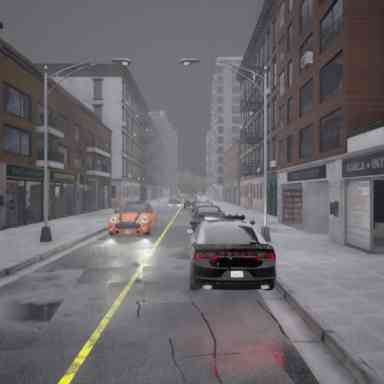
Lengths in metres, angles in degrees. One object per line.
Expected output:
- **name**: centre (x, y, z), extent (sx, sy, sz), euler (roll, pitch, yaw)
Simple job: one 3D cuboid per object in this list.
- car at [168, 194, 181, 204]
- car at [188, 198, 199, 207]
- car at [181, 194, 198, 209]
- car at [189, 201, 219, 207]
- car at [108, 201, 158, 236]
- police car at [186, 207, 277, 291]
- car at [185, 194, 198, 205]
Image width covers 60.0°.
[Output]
- **car**: centre (-3.157, 1.311, 60.711), extent (2.097, 1.767, 4.553), euler (0, 0, 0)
- **car**: centre (0.864, 1.471, 25.071), extent (1.882, 1.535, 5.008), euler (0, 0, 0)
- **car**: centre (-0.054, 1.328, 45.961), extent (2.097, 1.767, 4.553), euler (0, 0, 0)
- **car**: centre (0.873, 1.501, 19.071), extent (1.837, 1.490, 4.892), euler (0, 0, 0)
- **car**: centre (-3.127, 1.348, 18.345), extent (2.097, 1.767, 4.553), euler (0, 0, 0)
- **police car**: centre (0.888, 1.424, 9.181), extent (1.930, 1.638, 5.238), euler (0, 0, 0)
- **car**: centre (-0.086, 1.313, 59.548), extent (2.097, 1.767, 4.553), euler (0, 0, 0)
